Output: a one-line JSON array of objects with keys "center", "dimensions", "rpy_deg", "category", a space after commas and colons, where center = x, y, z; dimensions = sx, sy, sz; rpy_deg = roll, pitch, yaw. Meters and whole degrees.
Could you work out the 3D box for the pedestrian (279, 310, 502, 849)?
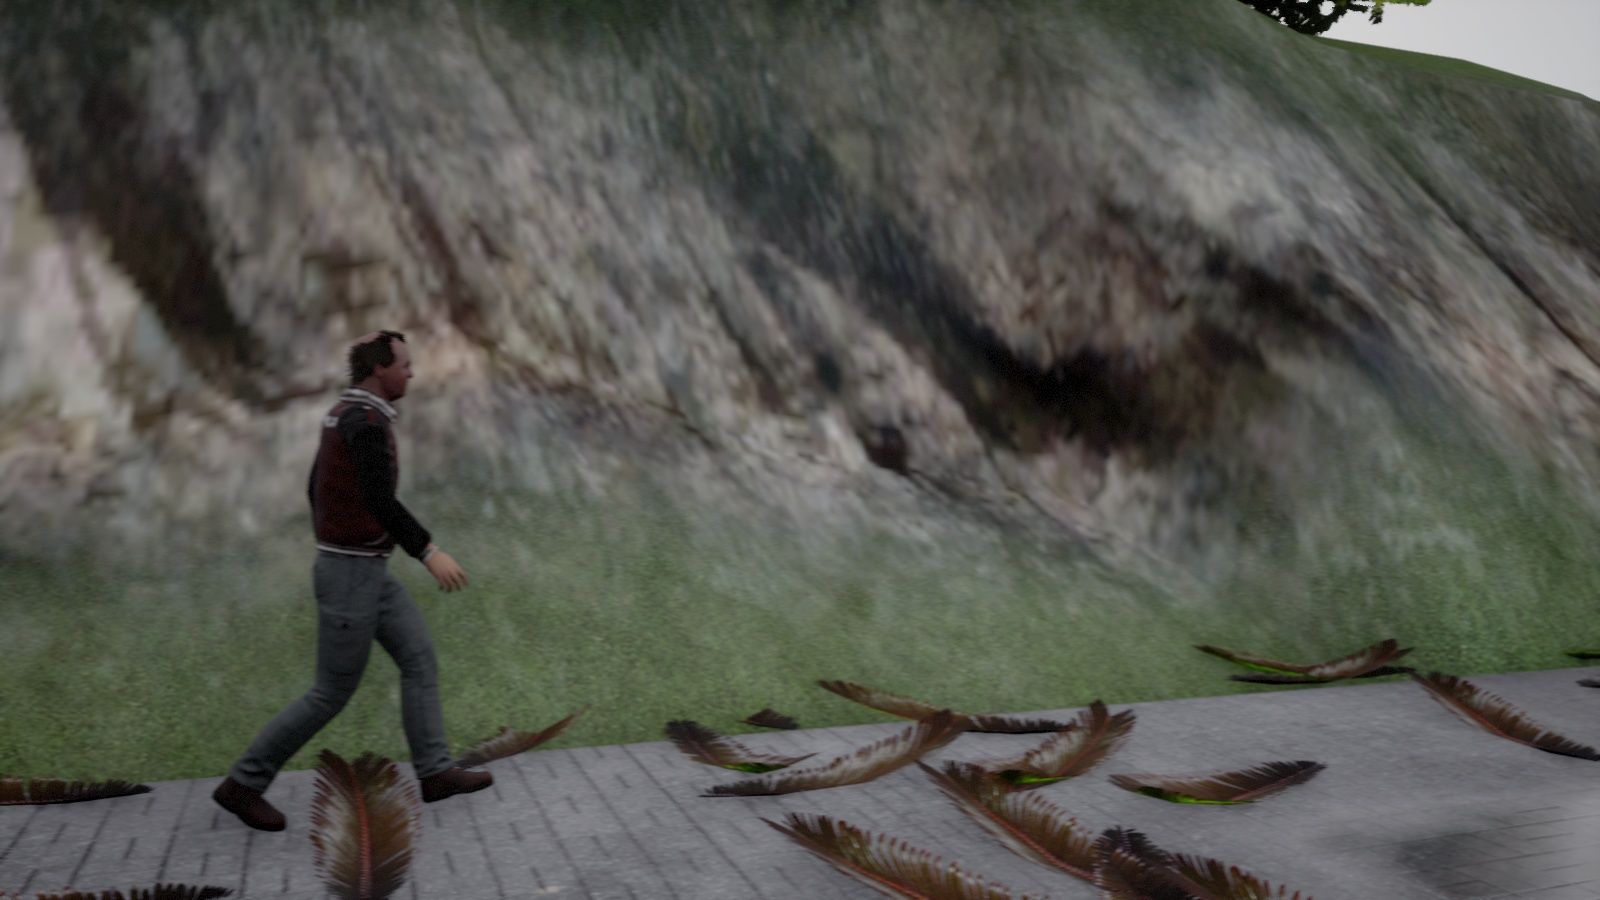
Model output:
[{"center": [-1.500, 0.439, 4.609], "dimensions": [0.720, 1.854, 0.376], "rpy_deg": [-1, 1, -21], "category": "pedestrian"}]
